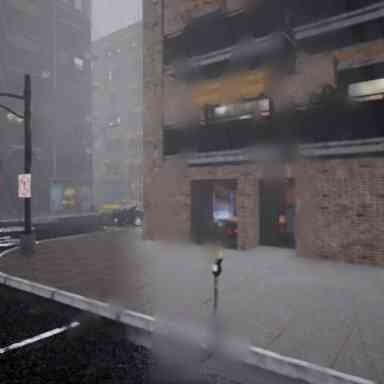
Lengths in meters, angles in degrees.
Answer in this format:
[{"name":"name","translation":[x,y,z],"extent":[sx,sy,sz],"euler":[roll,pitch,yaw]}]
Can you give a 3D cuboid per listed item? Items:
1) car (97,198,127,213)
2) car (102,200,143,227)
[{"name":"car","translation":[-6.268,1.279,29.991],"extent":[1.752,1.417,4.829],"euler":[1,1,36]},{"name":"car","translation":[-3.100,1.350,20.937],"extent":[2.008,1.369,4.403],"euler":[1,1,36]}]
